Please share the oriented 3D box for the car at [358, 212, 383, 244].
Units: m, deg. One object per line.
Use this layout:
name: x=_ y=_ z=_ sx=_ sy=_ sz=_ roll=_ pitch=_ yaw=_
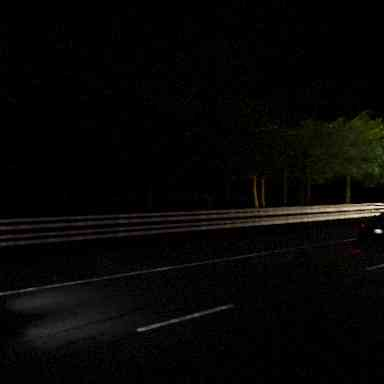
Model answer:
car: x=9.148 y=1.555 z=14.571 sx=4.181 sy=1.385 sz=1.994 roll=0 pitch=0 yaw=-36
